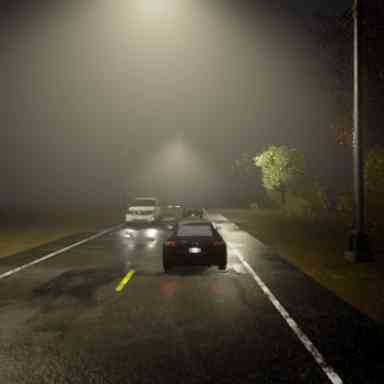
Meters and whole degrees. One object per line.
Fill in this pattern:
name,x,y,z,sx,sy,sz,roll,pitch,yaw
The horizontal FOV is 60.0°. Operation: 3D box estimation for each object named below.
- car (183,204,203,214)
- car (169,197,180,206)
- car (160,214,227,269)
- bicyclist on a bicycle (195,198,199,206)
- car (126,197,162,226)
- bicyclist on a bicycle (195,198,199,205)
car,0.091,1.880,33.580,1.895,1.301,4.718,0,0,0
car,-3.525,1.884,66.722,2.097,1.767,4.553,0,0,0
car,0.088,1.662,11.572,1.994,1.385,4.181,0,0,0
bicyclist on a bicycle,0.942,1.962,65.181,0.866,1.612,1.509,0,0,0
car,-3.605,1.436,25.690,2.150,2.045,5.566,0,0,0
bicyclist on a bicycle,0.947,1.823,56.180,0.659,1.776,1.843,0,0,0
